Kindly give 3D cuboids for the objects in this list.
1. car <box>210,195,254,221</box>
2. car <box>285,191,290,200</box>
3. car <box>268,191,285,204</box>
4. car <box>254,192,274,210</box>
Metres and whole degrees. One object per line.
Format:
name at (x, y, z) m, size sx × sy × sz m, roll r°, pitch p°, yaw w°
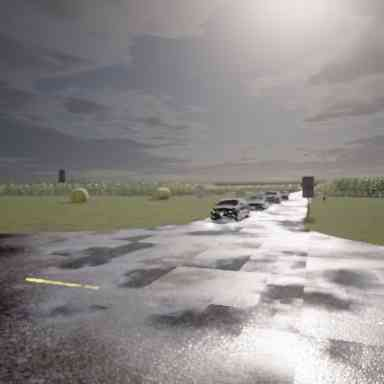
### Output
car at (2.762, 1.141, 23.259) m, size 1.837 × 1.490 × 4.892 m, roll 0°, pitch 1°, yaw 22°
car at (15.750, 0.560, 57.442) m, size 1.882 × 1.535 × 5.008 m, roll 0°, pitch 1°, yaw 21°
car at (10.630, 0.649, 43.964) m, size 2.097 × 1.767 × 4.553 m, roll 0°, pitch 1°, yaw 21°
car at (6.613, 1.018, 33.287) m, size 2.033 × 1.411 × 5.357 m, roll 0°, pitch 1°, yaw 20°
